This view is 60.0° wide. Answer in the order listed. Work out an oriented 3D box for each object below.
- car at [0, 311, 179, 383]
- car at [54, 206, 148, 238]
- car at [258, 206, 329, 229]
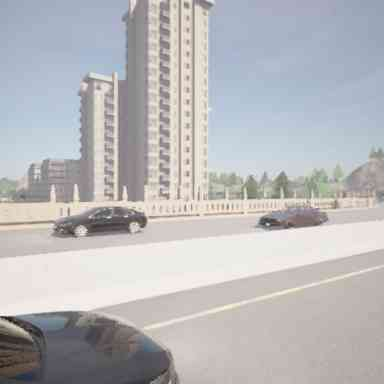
[{"bbox_3d":[-2.343,1.504,2.075,4.892,1.490,1.837,0,0,-35],"label":"car"},{"bbox_3d":[-4.741,1.519,17.805,4.892,1.490,1.837,0,0,-35],"label":"car"},{"bbox_3d":[6.748,1.595,21.698,5.357,1.411,2.033,0,0,-35],"label":"car"}]
